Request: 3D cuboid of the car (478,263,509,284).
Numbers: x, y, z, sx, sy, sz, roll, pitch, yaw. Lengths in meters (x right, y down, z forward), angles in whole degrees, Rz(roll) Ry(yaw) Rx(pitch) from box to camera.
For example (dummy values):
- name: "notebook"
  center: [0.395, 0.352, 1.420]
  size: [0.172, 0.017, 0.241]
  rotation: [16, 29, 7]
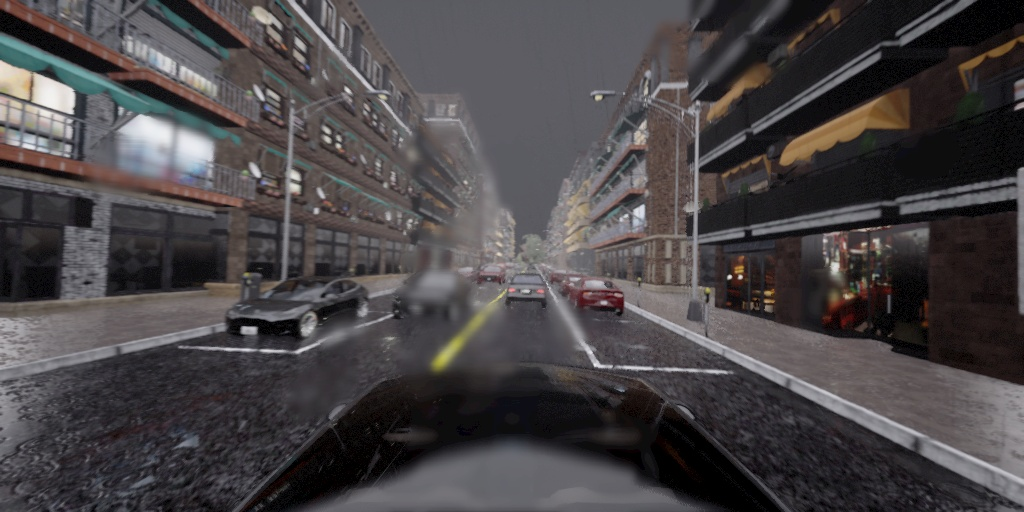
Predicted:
- name: "car"
  center: [-1.609, 1.524, 29.868]
  size: [1.882, 1.535, 5.008]
  rotation: [2, -1, 3]

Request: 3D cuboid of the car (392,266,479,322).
- name: "car"
  center: [-2.604, 1.286, 12.818]
  size: [1.882, 1.535, 5.008]
  rotation: [2, -1, 3]

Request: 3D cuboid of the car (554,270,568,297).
- name: "car"
  center: [3.622, 1.671, 20.627]
  size: [1.802, 1.307, 4.207]
  rotation: [0, 0, 3]

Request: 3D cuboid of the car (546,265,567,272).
- name: "car"
  center: [4.266, 1.791, 31.929]
  size: [1.888, 1.381, 4.507]
  rotation: [0, 0, 3]

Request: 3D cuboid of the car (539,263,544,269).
- name: "car"
  center: [5.561, 2.001, 54.536]
  size: [1.967, 1.591, 4.097]
  rotation: [0, 0, 3]

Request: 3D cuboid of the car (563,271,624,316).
- name: "car"
  center: [3.370, 1.557, 14.972]
  size: [1.888, 1.381, 4.507]
  rotation: [0, 0, 3]

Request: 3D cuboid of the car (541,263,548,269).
- name: "car"
  center: [4.914, 1.954, 43.233]
  size: [2.007, 1.370, 4.403]
  rotation: [0, 0, 3]

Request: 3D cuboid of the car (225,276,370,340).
- name: "car"
  center: [-5.518, 1.252, 9.852]
  size: [1.948, 1.339, 4.313]
  rotation: [0, 0, 3]

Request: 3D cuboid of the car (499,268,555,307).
- name: "car"
  center: [0.736, 1.506, 16.991]
  size: [2.033, 1.411, 5.357]
  rotation: [2, -1, 3]
